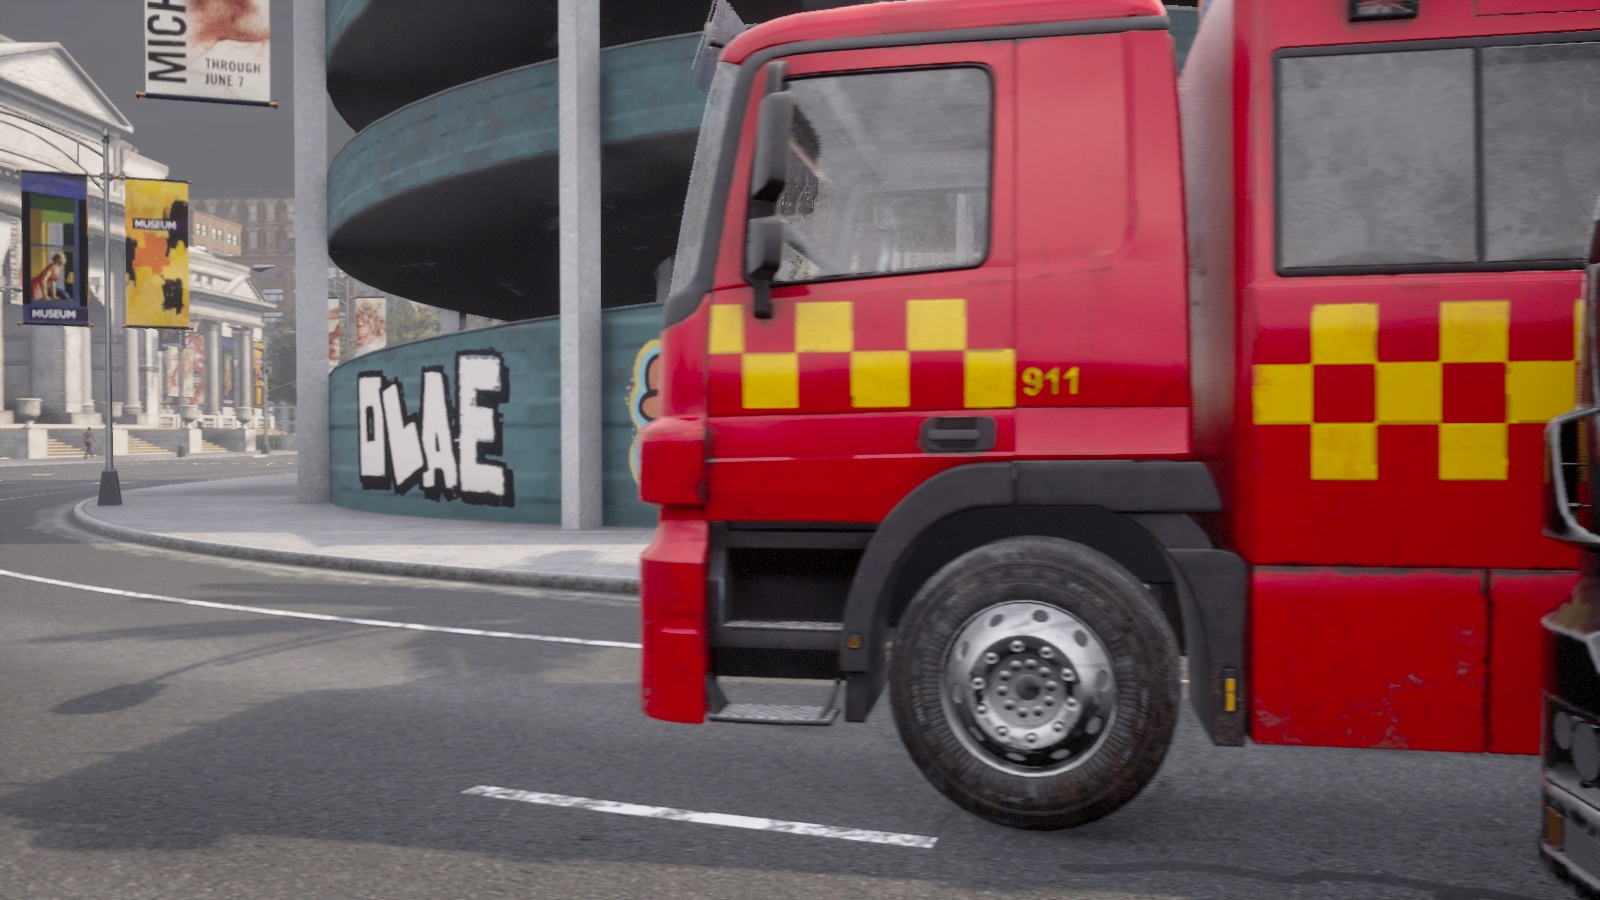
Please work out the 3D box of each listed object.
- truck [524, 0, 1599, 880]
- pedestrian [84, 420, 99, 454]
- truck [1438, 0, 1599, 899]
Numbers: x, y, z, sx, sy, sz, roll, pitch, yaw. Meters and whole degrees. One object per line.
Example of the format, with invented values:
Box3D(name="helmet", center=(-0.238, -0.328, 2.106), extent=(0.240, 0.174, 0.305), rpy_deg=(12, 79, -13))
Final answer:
Box3D(name="truck", center=(3.292, -0.411, 5.794), extent=(8.468, 3.827, 2.891), rpy_deg=(0, 1, 11))
Box3D(name="pedestrian", center=(-38.743, -0.708, 68.655), extent=(0.328, 1.805, 0.869), rpy_deg=(0, 1, 2))
Box3D(name="truck", center=(5.615, -0.158, 1.696), extent=(7.936, 3.462, 2.891), rpy_deg=(0, 1, 7))
